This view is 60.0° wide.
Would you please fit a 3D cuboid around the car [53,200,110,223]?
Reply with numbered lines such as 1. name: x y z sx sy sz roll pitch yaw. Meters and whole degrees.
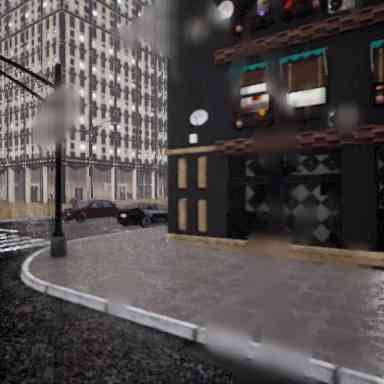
1. car: -6.810 1.241 23.184 2.033 1.411 5.357 0 1 35

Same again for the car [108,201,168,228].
1. car: -2.428 1.254 19.329 1.947 1.339 4.313 1 2 35
